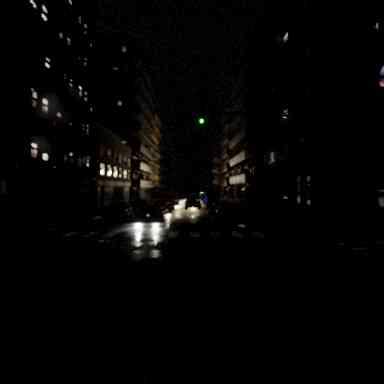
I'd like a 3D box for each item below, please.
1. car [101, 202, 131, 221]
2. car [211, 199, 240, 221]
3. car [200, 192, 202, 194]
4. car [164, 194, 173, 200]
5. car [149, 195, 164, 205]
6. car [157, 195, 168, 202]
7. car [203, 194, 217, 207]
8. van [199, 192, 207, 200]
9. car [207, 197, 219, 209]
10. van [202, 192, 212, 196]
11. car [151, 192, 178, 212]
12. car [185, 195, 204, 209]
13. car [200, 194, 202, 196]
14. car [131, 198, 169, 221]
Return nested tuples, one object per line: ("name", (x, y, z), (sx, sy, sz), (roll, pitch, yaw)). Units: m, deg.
("car", (-5.688, 1.438, 25.738), (1.947, 1.339, 4.313), (0, 0, 0))
("car", (2.694, 1.454, 25.723), (1.802, 1.307, 4.206), (0, 0, 0))
("car", (2.709, 1.198, 70.079), (1.752, 1.417, 4.829), (-1, 0, 0))
("car", (-5.668, 1.153, 80.802), (1.752, 1.417, 4.829), (0, 0, 0))
("car", (-5.678, 1.290, 53.355), (1.887, 1.381, 4.507), (0, 0, 0))
("car", (-5.673, 1.279, 64.402), (1.802, 1.307, 4.206), (0, 0, 0))
("car", (2.699, 1.340, 42.292), (1.887, 1.381, 4.507), (0, 0, 0))
("van", (2.711, 0.968, 80.956), (1.690, 1.788, 3.998), (-1, 0, 0))
("car", (2.695, 1.412, 31.246), (1.947, 1.339, 4.313), (0, 0, 0))
("van", (2.700, 1.111, 47.815), (1.690, 1.788, 3.998), (0, 0, 0))
("car", (-3.052, 1.044, 35.884), (2.150, 2.045, 5.566), (0, 1, 2))
("car", (0.116, 1.400, 41.229), (1.895, 1.301, 4.718), (0, 0, 0))
("car", (2.704, 1.311, 53.340), (1.947, 1.339, 4.313), (0, 0, 0))
("car", (-3.082, 1.438, 25.312), (1.994, 1.385, 4.181), (0, 0, 0))
